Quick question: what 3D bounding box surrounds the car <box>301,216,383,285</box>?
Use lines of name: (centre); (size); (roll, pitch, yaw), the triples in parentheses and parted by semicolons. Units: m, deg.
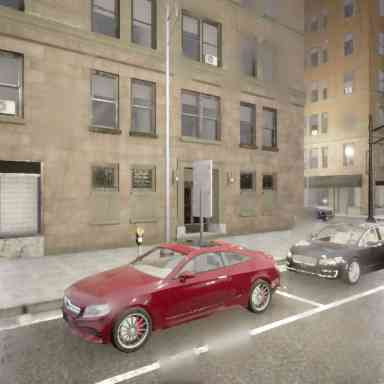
car: (4.486, 1.550, 9.367); (4.403, 1.369, 2.008); (0, 0, -35)

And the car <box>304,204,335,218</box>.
car: (8.261, 1.516, 25.181); (1.895, 1.301, 4.718); (0, 0, -35)

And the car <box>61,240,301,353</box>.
car: (-0.145, 1.582, 6.076); (4.206, 1.307, 1.802); (0, 0, -35)
